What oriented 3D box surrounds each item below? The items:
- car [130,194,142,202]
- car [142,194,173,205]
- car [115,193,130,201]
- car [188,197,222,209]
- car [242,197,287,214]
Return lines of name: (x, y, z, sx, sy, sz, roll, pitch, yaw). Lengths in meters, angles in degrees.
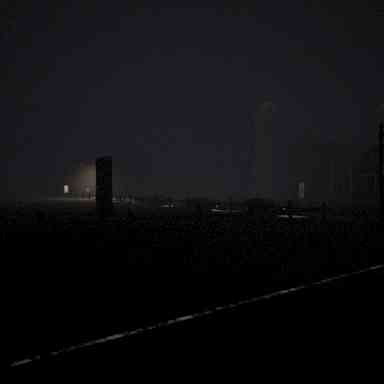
car: (-8.707, 1.084, 59.292, 1.895, 1.301, 4.718, -1, 1, -36)
car: (-4.854, 1.156, 49.038, 2.033, 1.411, 5.357, -1, 1, -36)
car: (-13.565, 0.905, 66.023, 1.837, 1.490, 4.892, -1, 1, -36)
car: (1.327, 1.257, 40.426, 2.033, 1.411, 5.357, -1, 1, -36)
car: (7.038, 1.306, 32.480, 1.837, 1.490, 4.892, -1, 1, -36)
